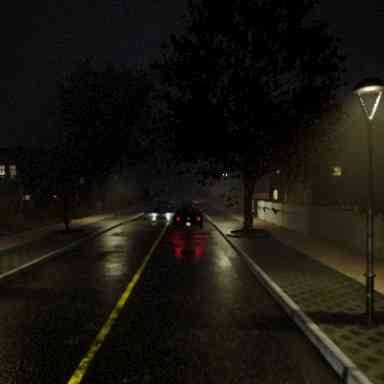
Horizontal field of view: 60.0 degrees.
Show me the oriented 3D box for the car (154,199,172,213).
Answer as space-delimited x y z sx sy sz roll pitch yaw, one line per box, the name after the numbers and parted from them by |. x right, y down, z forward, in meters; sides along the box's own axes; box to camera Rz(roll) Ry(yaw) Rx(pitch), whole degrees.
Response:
-3.437 1.624 39.524 1.882 1.535 5.008 0 -1 -1 | car

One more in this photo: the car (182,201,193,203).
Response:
-0.568 1.701 38.596 1.994 1.385 4.181 0 0 -1 | car

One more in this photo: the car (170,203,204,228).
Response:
-0.265 1.666 22.430 1.895 1.301 4.718 0 0 -1 | car
